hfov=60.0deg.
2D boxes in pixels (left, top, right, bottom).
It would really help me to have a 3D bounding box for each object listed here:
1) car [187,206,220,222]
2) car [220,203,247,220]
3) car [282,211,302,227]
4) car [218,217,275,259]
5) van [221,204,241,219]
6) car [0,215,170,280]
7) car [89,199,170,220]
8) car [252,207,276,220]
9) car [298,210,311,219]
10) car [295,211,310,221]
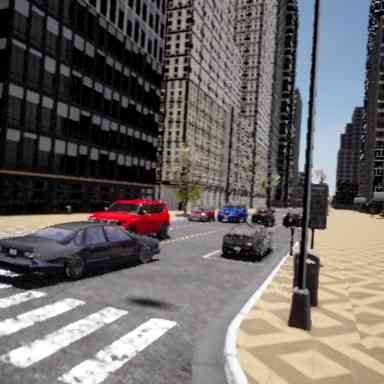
[{"bbox_3d":[1.056,2.182,34.070,1.967,1.590,4.097,3,-1,22],"label":"car"},{"bbox_3d":[4.389,2.201,35.334,2.150,2.045,5.566,3,-1,22],"label":"car"},{"bbox_3d":[10.907,2.990,36.148,1.947,1.339,4.313,3,-1,22],"label":"car"},{"bbox_3d":[2.605,2.099,15.180,2.008,1.369,4.403,3,-1,22],"label":"car"},{"bbox_3d":[5.271,2.524,44.531,1.690,1.788,3.998,3,-1,22],"label":"van"},{"bbox_3d":[-3.150,1.640,10.382,2.033,1.411,5.357,3,-1,30],"label":"car"},{"bbox_3d":[-3.027,1.424,16.947,2.150,2.045,5.566,3,-1,22],"label":"car"},{"bbox_3d":[7.434,2.672,34.421,1.837,1.490,4.892,3,-1,22],"label":"car"},{"bbox_3d":[19.329,3.886,57.070,1.802,1.307,4.206,3,-1,22],"label":"car"},{"bbox_3d":[17.224,3.650,51.840,1.947,1.339,4.313,3,-1,22],"label":"car"}]
